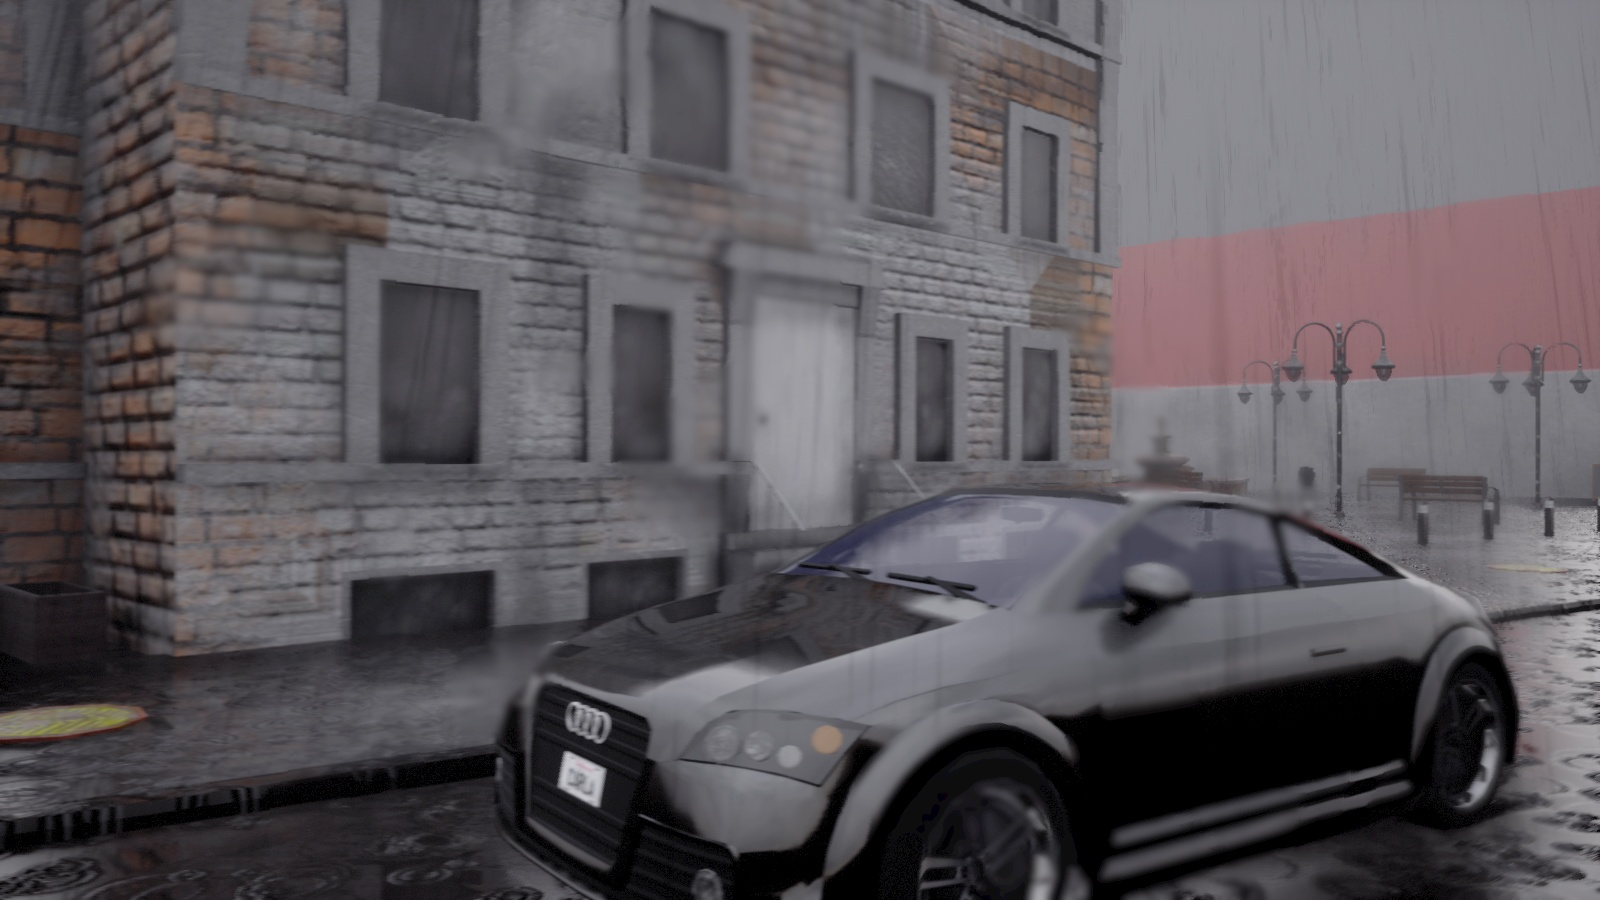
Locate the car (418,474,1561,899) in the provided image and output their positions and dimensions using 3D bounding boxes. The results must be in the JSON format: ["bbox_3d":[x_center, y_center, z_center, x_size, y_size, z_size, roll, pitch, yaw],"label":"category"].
[{"bbox_3d":[0.908,0.819,4.900,4.181,1.385,1.994,0,0,-35],"label":"car"}]
